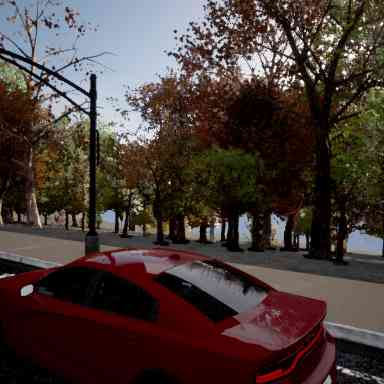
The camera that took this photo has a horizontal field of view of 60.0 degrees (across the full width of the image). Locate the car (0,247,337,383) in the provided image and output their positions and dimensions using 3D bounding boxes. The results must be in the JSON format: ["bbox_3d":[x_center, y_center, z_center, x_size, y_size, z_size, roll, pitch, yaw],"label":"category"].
[{"bbox_3d":[-0.866,1.477,4.293,5.008,1.535,1.882,0,0,35],"label":"car"}]
